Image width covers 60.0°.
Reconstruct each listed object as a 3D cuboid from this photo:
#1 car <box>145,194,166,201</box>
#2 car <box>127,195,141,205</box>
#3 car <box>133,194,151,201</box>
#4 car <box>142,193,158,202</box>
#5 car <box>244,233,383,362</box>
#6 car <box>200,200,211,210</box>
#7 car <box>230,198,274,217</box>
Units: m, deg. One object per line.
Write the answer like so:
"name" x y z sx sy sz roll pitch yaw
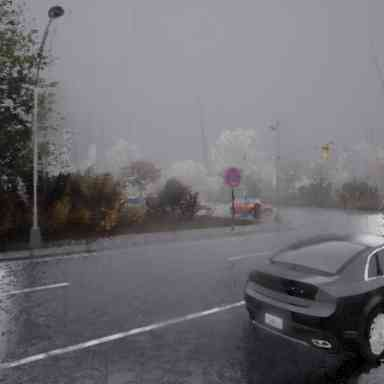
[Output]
"car" -7.987 1.177 72.846 2.033 1.411 5.357 0 1 -37
"car" -10.242 1.323 57.327 1.882 1.535 5.008 0 1 -32
"car" -10.647 1.191 70.550 1.994 1.385 4.181 0 1 -37
"car" -4.811 1.190 48.676 2.150 2.045 5.566 0 0 -33
"car" 3.087 1.511 5.947 4.892 1.490 1.837 0 0 -35
"car" 0.518 1.524 40.238 1.837 1.490 4.892 0 0 -32
"car" 5.713 1.375 32.002 2.097 1.767 4.553 0 0 -32
